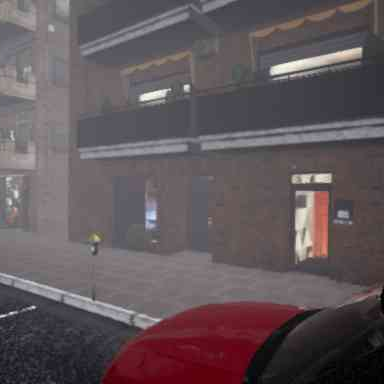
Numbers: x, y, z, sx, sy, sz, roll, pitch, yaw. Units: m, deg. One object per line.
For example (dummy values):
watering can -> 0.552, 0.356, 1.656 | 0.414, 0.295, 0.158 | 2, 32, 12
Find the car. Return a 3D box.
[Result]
car -> 1.635, 1.315, 1.527 | 5.009, 1.841, 2.192 | 0, 1, 36
